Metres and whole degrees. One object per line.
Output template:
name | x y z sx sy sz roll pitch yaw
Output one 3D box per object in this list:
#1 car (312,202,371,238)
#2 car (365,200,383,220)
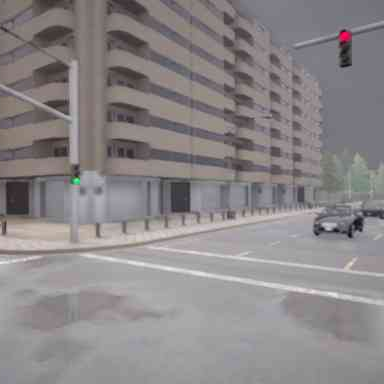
car | 7.897 1.482 17.794 2.128 1.511 4.902 0 0 35
car | 15.384 1.466 28.200 1.882 1.535 5.008 0 0 36
